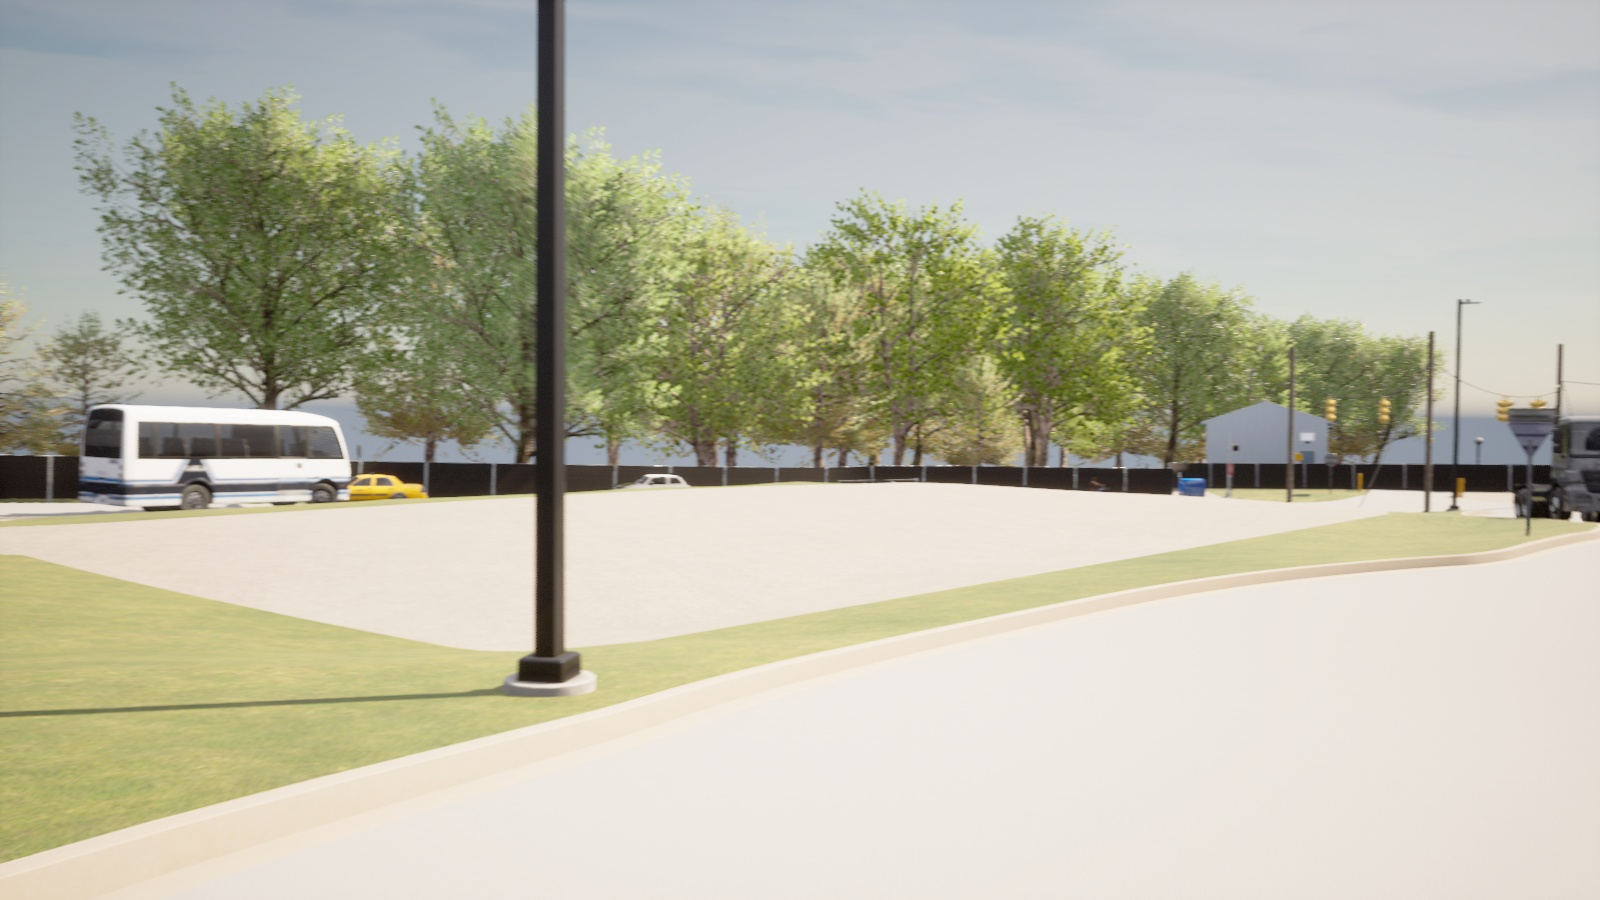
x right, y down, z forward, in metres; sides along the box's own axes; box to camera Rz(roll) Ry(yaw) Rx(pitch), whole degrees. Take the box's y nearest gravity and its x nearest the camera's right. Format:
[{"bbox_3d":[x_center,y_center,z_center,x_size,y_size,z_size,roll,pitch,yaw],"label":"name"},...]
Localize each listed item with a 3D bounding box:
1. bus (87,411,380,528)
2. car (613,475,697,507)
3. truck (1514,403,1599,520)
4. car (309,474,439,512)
[{"bbox_3d":[-22.754,0.675,51.245,3.944,4.253,10.273,2,1,34],"label":"bus"},{"bbox_3d":[-7.385,2.054,64.029,3.806,1.475,1.970,0,2,-24],"label":"car"},{"bbox_3d":[25.742,0.510,40.822,2.891,3.462,7.936,0,-2,18],"label":"truck"},{"bbox_3d":[-19.582,1.960,57.795,5.366,1.575,1.801,1,1,-33],"label":"car"}]
